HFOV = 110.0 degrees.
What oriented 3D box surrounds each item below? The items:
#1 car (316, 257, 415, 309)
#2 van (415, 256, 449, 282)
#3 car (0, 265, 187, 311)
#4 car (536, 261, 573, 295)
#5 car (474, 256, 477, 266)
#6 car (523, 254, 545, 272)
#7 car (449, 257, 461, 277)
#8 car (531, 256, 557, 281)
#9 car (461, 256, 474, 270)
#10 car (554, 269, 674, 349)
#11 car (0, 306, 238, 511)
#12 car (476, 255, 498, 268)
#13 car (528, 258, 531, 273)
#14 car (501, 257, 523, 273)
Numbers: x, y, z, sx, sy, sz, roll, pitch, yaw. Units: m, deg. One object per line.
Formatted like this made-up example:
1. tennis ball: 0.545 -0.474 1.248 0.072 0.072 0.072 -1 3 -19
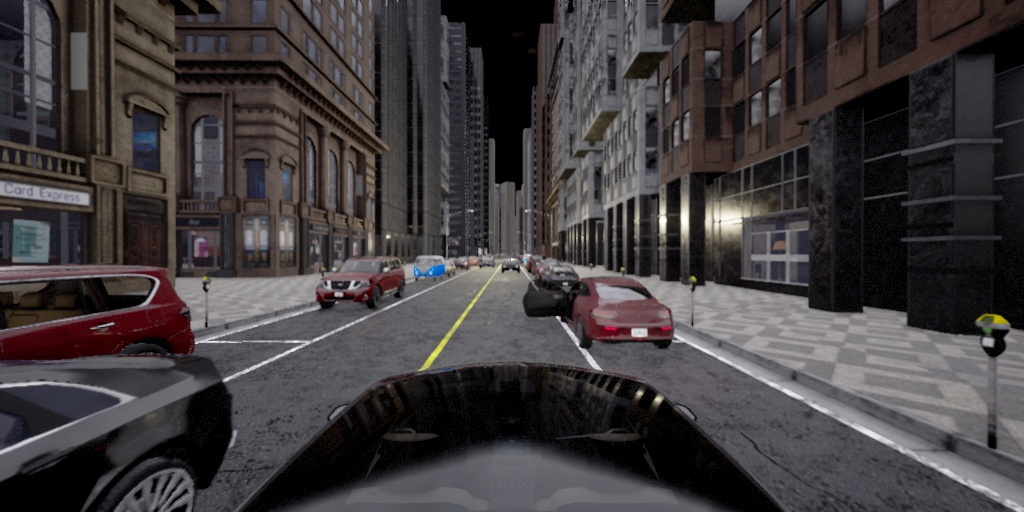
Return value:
1. car: -5.828 0.951 14.549 2.192 1.841 5.009 0 0 0
2. van: -5.888 0.881 25.751 1.690 1.789 3.998 0 0 0
3. car: -5.769 1.048 3.347 2.192 1.841 5.009 0 0 0
4. car: 2.667 1.140 20.208 2.007 1.370 4.403 0 0 0
5. car: -6.036 0.749 53.759 1.967 1.591 4.097 0 0 0
6. car: 2.578 0.764 37.014 2.192 1.841 5.009 0 0 0
7. car: -5.916 1.019 31.183 1.751 1.417 4.829 0 0 0
8. car: 2.637 0.982 25.811 1.967 1.591 4.097 0 0 0
9. car: -5.977 0.841 42.556 1.967 1.591 4.097 0 0 0
10. car: 2.316 1.213 8.848 1.812 1.442 4.674 0 0 0
11. car: -3.094 1.248 0.782 2.128 1.511 4.902 0 1 0
12. car: -3.242 0.929 47.562 1.994 1.385 4.181 0 0 0
13. car: 2.608 1.077 31.412 1.802 1.307 4.207 0 0 0
14. car: -0.115 1.047 37.225 1.895 1.301 4.718 0 0 0
